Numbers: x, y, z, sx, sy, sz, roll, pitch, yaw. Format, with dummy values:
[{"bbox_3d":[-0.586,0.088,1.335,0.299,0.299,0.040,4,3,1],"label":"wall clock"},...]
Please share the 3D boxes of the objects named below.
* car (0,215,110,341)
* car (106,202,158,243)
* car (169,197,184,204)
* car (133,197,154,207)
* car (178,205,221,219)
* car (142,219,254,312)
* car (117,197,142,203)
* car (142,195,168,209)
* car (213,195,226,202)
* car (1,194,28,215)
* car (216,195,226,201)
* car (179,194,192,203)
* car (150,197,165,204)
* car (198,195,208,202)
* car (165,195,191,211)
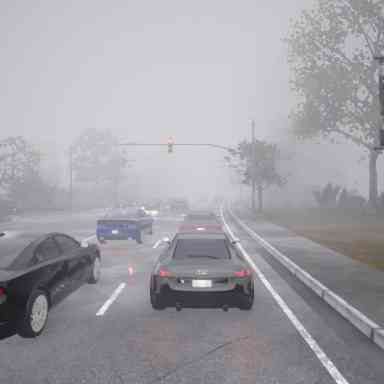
[{"bbox_3d":[-3.302,1.479,6.652,1.882,1.535,5.008,0,0,1],"label":"car"},{"bbox_3d":[-3.066,1.481,16.051,1.882,1.535,5.008,0,0,2],"label":"car"},{"bbox_3d":[-2.897,1.614,62.933,1.895,1.301,4.718,0,0,8],"label":"car"},{"bbox_3d":[-7.661,1.503,52.657,2.128,1.511,4.902,0,0,6],"label":"car"},{"bbox_3d":[0.442,1.567,16.215,1.994,1.385,4.181,0,0,2],"label":"car"},{"bbox_3d":[0.217,1.566,7.814,1.994,1.385,4.181,0,0,1],"label":"car"},{"bbox_3d":[-8.566,1.501,43.475,2.128,1.511,4.902,0,0,5],"label":"car"},{"bbox_3d":[-4.954,1.501,44.555,2.128,1.511,4.902,0,0,5],"label":"car"},{"bbox_3d":[5.822,1.488,74.292,1.882,1.535,5.008,0,0,9],"label":"car"},{"bbox_3d":[-19.457,1.219,33.305,5.566,2.045,2.150,1,0,5],"label":"car"},{"bbox_3d":[7.496,1.426,84.417,2.033,1.411,5.357,0,0,10],"label":"car"},{"bbox_3d":[-1.445,1.371,73.095,2.097,1.767,4.553,0,0,8],"label":"car"},{"bbox_3d":[-6.469,1.577,62.597,1.994,1.385,4.181,0,0,7],"label":"car"},{"bbox_3d":[2.624,1.517,76.476,1.837,1.490,4.892,0,0,9],"label":"car"},{"bbox_3d":[-1.476,1.500,41.193,2.128,1.511,4.902,0,0,7],"label":"car"}]
